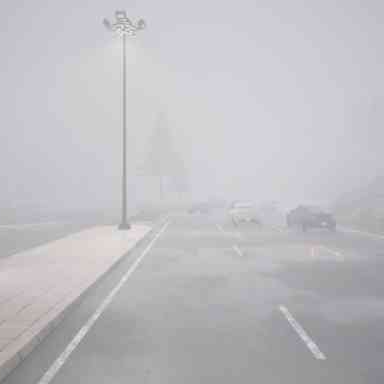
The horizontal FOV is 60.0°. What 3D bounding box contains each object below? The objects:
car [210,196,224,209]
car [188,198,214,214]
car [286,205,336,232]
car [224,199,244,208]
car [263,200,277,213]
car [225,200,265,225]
[{"bbox_3d":[3.318,1.352,44.462,2.097,1.767,4.553,0,0,16],"label":"car"},{"bbox_3d":[0.888,1.601,34.455,1.895,1.301,4.718,0,0,9],"label":"car"},{"bbox_3d":[7.107,1.526,20.180,1.812,1.442,4.674,0,0,0],"label":"car"},{"bbox_3d":[5.593,1.547,39.831,2.033,1.411,5.357,0,0,15],"label":"car"},{"bbox_3d":[8.559,1.601,37.381,1.895,1.301,4.718,0,0,14],"label":"car"},{"bbox_3d":[3.645,1.526,23.770,1.812,1.442,4.674,0,0,1],"label":"car"}]
